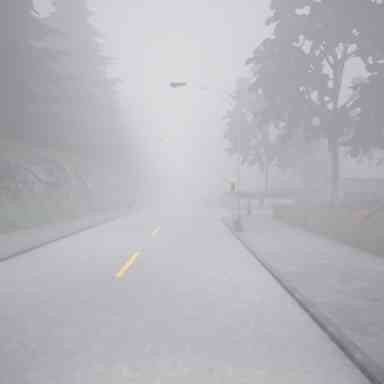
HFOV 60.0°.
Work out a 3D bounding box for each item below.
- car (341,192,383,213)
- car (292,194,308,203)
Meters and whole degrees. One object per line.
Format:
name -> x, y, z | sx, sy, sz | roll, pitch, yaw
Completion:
car -> 17.607, 1.030, 32.728 | 5.566, 2.045, 2.150 | 0, 0, 0
car -> 15.815, 1.004, 49.923 | 1.994, 1.381, 4.181 | 0, 0, 0
